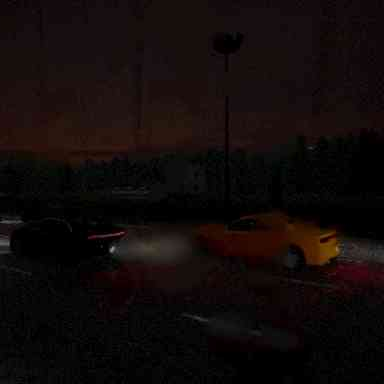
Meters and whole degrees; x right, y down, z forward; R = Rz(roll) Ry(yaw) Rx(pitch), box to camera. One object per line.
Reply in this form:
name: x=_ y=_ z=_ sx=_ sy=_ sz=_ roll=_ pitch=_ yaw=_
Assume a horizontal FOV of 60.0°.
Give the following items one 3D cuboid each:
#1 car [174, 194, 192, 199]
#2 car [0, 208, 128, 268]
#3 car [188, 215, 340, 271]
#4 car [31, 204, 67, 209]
car: x=-2.289 y=1.331 z=84.888 sx=4.605 sy=1.855 sz=1.932 roll=0 pitch=0 yaw=35
car: x=-4.334 y=1.515 z=11.381 sx=4.902 sy=1.511 sz=2.128 roll=0 pitch=0 yaw=35
car: x=2.178 y=1.488 z=11.034 sx=5.008 sy=1.535 sz=1.882 roll=0 pitch=0 yaw=35
car: x=-10.695 y=1.579 z=24.521 sx=4.674 sy=1.442 sz=1.812 roll=0 pitch=0 yaw=36
